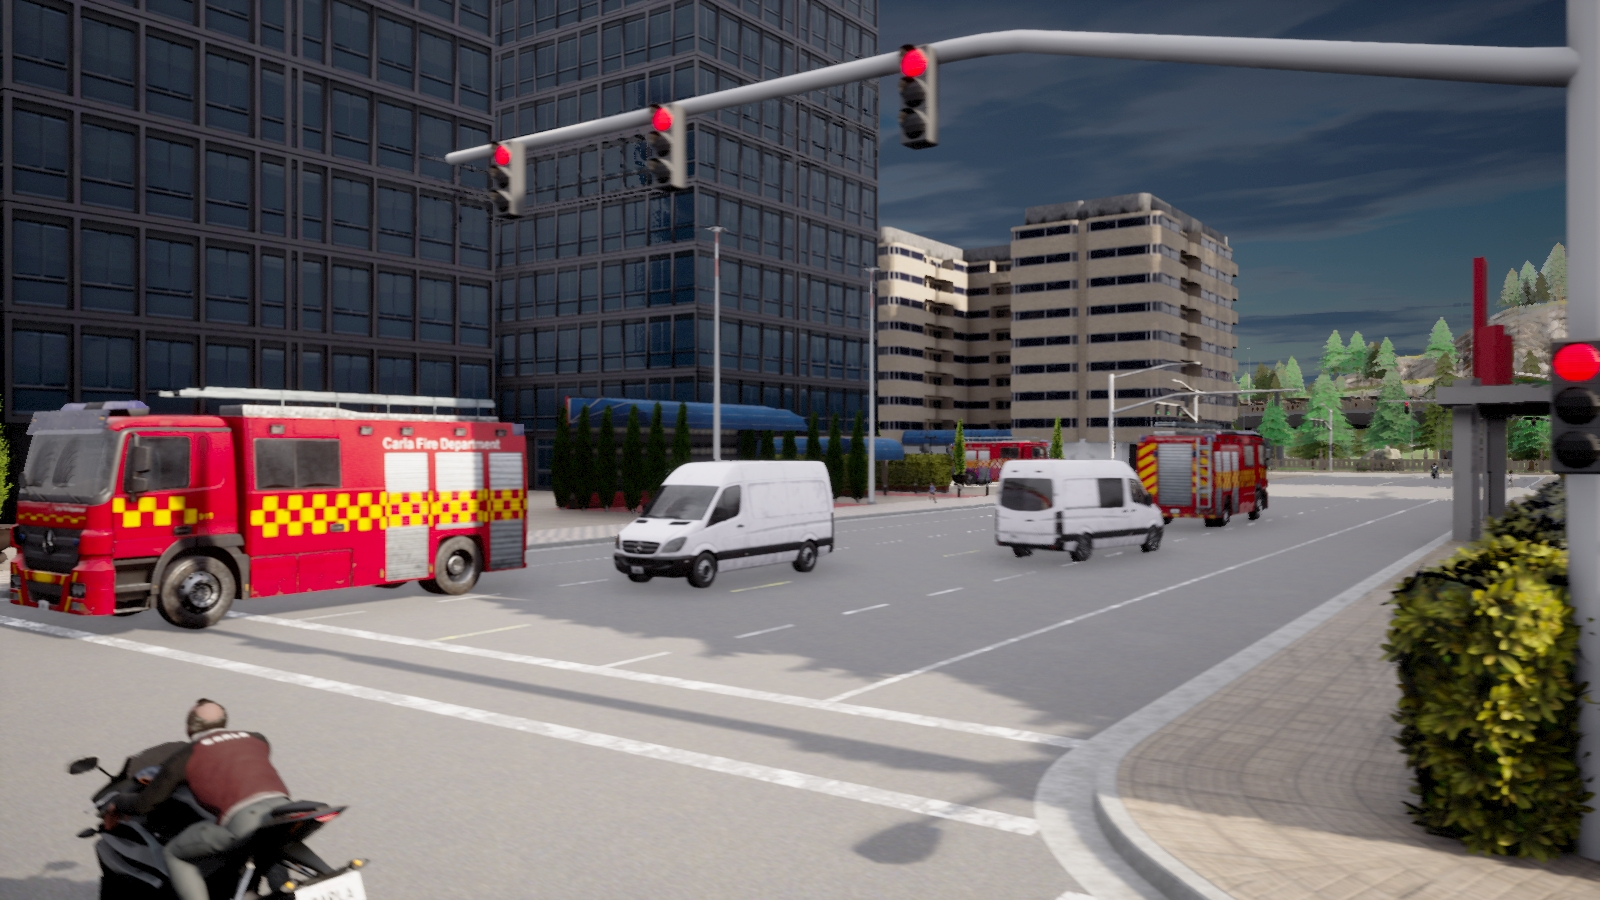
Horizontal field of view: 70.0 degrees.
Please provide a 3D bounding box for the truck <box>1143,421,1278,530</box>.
[{"bbox_3d":[16.116,0.891,44.441,2.891,3.827,8.468,0,0,35],"label":"truck"}]

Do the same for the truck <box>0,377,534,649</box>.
[{"bbox_3d":[-8.967,0.892,20.405,2.891,3.827,8.468,0,0,34],"label":"truck"}]

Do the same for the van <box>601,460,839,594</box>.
[{"bbox_3d":[-1.581,1.535,25.382,1.988,2.561,5.915,0,0,35],"label":"van"}]

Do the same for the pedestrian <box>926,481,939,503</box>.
[{"bbox_3d":[6.582,2.078,56.784,0.500,1.100,0.500,0,0,33],"label":"pedestrian"}]

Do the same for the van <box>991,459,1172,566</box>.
[{"bbox_3d":[7.634,1.535,30.507,1.988,2.561,5.915,0,0,44],"label":"van"}]

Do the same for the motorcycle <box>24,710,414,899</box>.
[{"bbox_3d":[-3.062,2.206,5.927,2.209,1.251,0.867,0,0,35],"label":"motorcycle"}]
